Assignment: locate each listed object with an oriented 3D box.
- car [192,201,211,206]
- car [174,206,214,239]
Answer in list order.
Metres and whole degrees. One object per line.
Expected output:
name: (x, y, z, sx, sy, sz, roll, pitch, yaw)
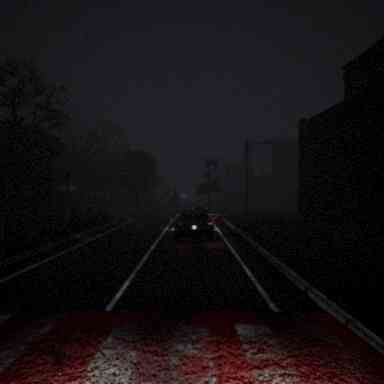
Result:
car: (0.917, 1.672, 33.365, 1.812, 1.442, 4.674, 0, 0, 7)
car: (0.096, 1.645, 17.758, 1.994, 1.385, 4.181, 0, 0, 0)
